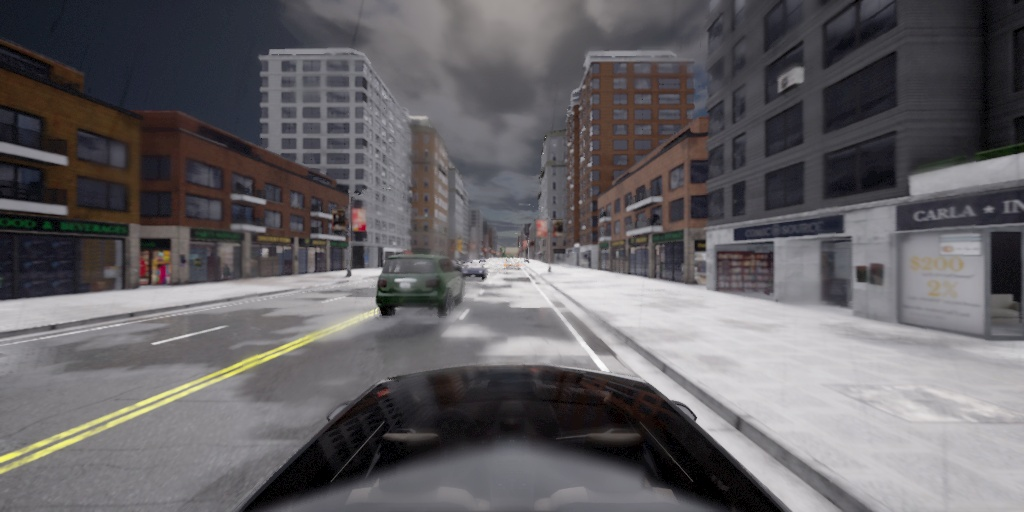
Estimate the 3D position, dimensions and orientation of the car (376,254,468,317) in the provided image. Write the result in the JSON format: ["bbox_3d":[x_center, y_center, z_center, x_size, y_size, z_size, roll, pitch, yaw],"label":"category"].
[{"bbox_3d":[-3.148,0.966,13.287,2.150,2.045,5.566,0,0,0],"label":"car"}]

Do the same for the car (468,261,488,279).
[{"bbox_3d":[-3.140,1.335,31.334,1.895,1.301,4.718,0,0,0],"label":"car"}]

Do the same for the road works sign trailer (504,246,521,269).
[{"bbox_3d":[0.014,0.188,57.377,2.380,3.560,2.880,0,0,0],"label":"road works sign trailer"}]

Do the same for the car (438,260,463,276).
[{"bbox_3d":[-6.577,1.236,38.800,1.837,1.490,4.892,0,0,0],"label":"car"}]
